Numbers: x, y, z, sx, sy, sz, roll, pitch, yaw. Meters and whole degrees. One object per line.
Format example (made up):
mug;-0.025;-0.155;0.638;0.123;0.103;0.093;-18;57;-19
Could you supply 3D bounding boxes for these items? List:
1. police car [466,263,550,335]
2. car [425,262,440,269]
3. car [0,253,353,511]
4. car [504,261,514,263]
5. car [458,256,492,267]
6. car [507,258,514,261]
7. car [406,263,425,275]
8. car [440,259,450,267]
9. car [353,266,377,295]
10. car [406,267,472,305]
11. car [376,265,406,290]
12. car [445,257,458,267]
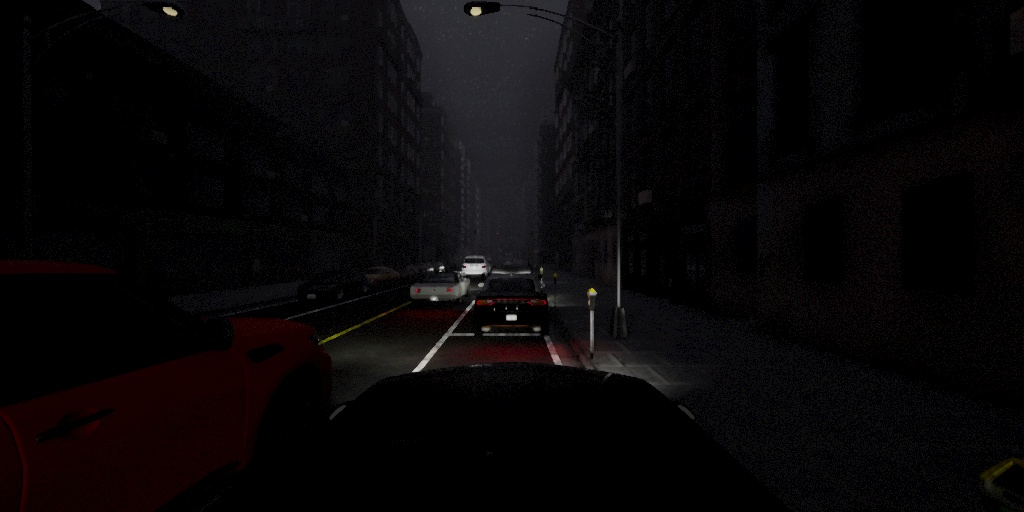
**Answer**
police car;-0.012;1.174;10.610;1.930;1.638;5.238;0;0;0
car;-8.408;1.297;33.457;2.007;1.370;4.403;0;0;0
car;-3.020;0.966;1.530;2.150;2.045;5.566;0;0;0
car;-0.383;1.314;28.035;1.948;1.339;4.313;0;0;0
car;-3.020;1.006;31.126;2.150;2.045;5.566;0;0;0
car;-0.383;1.269;39.031;1.751;1.417;4.829;0;0;0
car;-8.408;1.330;28.044;1.802;1.307;4.207;0;0;0
car;-8.408;1.294;38.870;2.007;1.370;4.403;0;0;0
car;-8.408;1.315;17.218;1.948;1.339;4.313;0;0;0
car;-3.020;1.367;16.126;1.895;1.301;4.718;0;0;0
car;-8.408;1.274;22.461;1.751;1.417;4.829;0;0;0
car;-8.408;1.051;49.696;2.192;1.841;5.009;0;0;0
